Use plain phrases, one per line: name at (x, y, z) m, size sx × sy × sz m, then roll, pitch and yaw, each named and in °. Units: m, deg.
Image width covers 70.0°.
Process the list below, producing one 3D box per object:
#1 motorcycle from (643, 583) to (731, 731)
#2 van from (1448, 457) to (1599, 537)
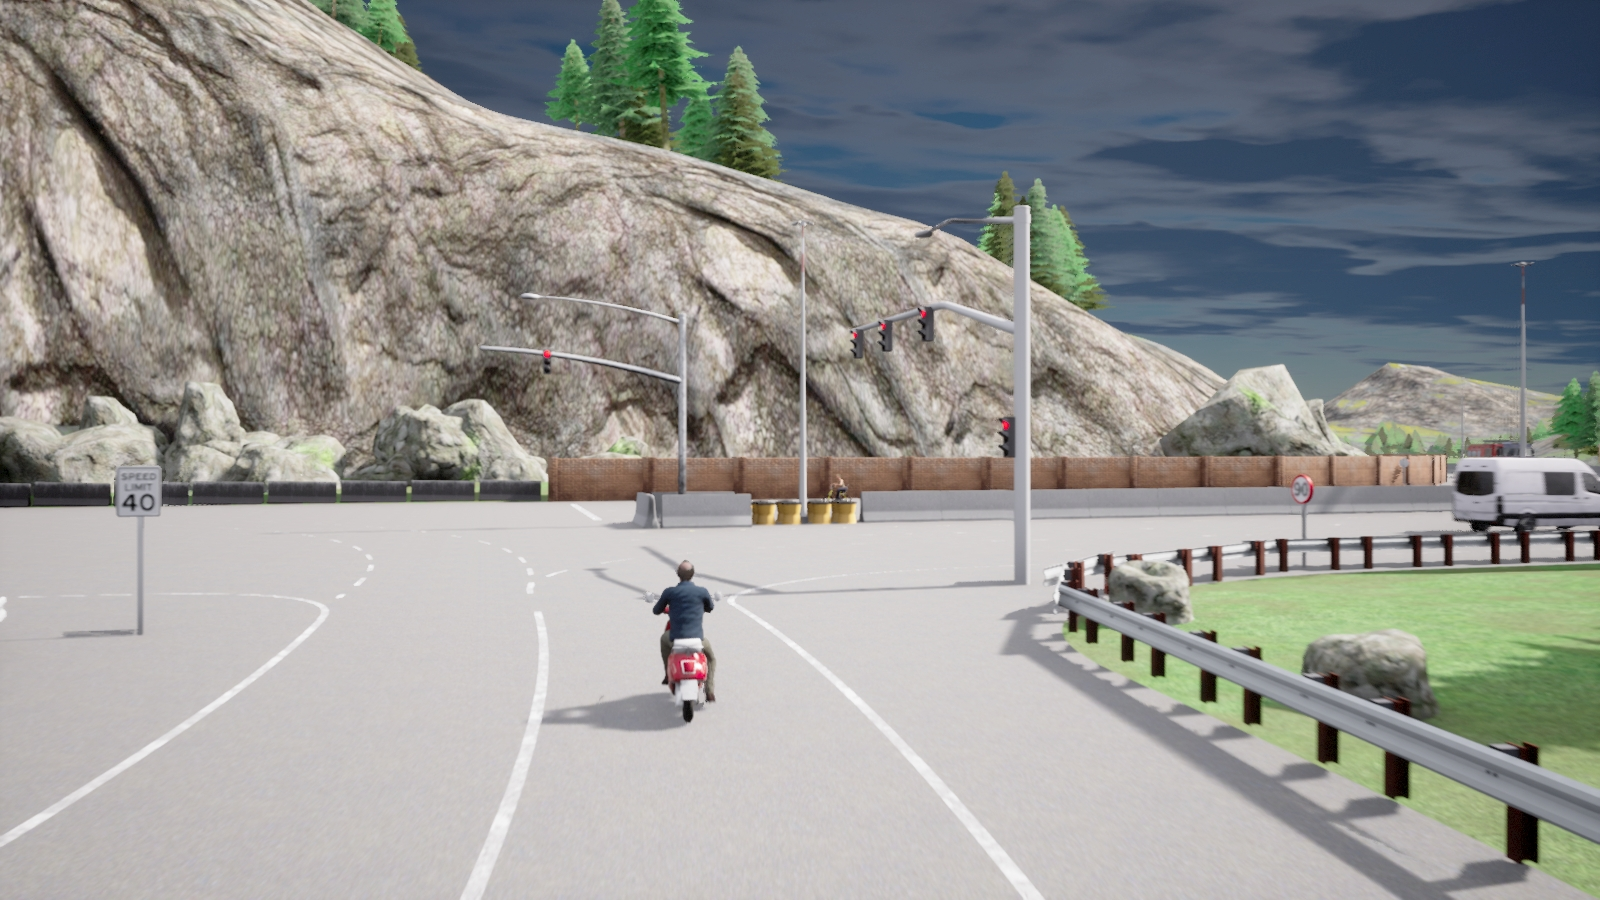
motorcycle at (-1.260, 2.186, 12.414) m, size 0.856 × 1.236 × 1.805 m, roll 0°, pitch 1°, yaw -9°
van at (25.338, 1.546, 39.002) m, size 5.915 × 2.561 × 1.988 m, roll 0°, pitch 0°, yaw -16°
